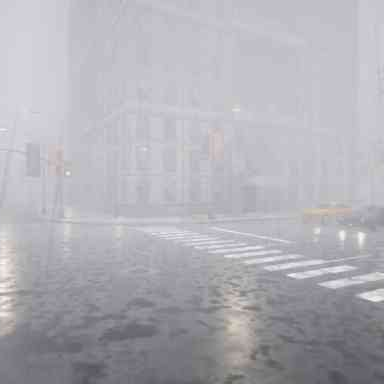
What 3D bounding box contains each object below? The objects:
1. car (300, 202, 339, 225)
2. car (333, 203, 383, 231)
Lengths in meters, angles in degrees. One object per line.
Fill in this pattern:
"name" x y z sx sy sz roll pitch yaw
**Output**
"car" 9.988 1.478 23.999 5.008 1.535 1.882 0 0 -29
"car" 11.683 1.547 20.941 5.357 1.411 2.033 0 0 -29
